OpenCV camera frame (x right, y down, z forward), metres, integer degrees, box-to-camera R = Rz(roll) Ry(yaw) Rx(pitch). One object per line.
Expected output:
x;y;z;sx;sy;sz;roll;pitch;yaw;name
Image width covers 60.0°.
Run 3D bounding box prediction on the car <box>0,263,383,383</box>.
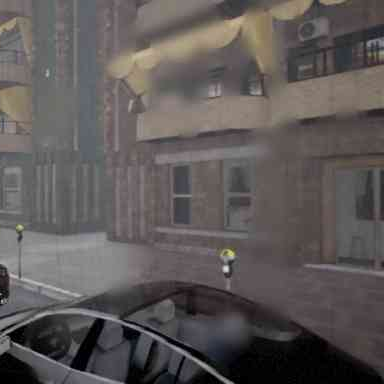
-0.588;1.556;3.151;4.313;1.339;1.947;0;-1;35;car
